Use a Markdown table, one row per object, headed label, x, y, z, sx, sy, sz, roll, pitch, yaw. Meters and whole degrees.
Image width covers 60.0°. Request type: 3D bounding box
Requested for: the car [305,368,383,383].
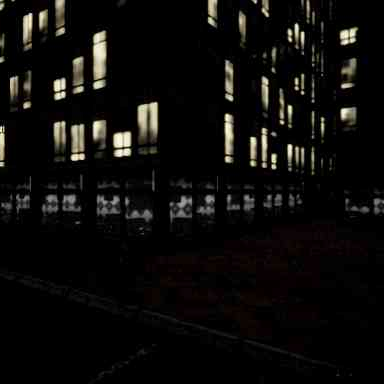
| label | x | y | z | sx | sy | sz | roll | pitch | yaw |
| --- | --- | --- | --- | --- | --- | --- | --- | --- | --- |
| car | 2.293 | 1.574 | 1.203 | 4.313 | 1.339 | 1.947 | 0 | 0 | 36 |
